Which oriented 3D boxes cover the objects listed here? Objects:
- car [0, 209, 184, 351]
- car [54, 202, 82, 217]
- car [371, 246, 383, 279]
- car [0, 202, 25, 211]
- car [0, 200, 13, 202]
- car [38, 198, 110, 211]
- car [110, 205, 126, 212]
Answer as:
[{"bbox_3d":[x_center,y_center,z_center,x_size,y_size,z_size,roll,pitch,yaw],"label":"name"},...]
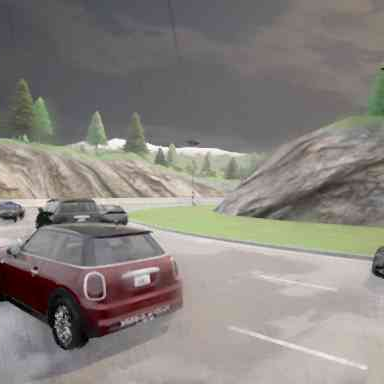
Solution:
[{"bbox_3d":[-2.333,1.392,6.607,4.553,1.767,2.097,0,-1,43],"label":"car"},{"bbox_3d":[-12.926,1.758,34.949,1.994,1.385,4.181,0,0,-8],"label":"car"},{"bbox_3d":[6.702,1.658,8.019,4.181,1.385,1.994,0,0,35],"label":"car"},{"bbox_3d":[-14.840,1.727,26.938,1.895,1.301,4.718,0,0,-17],"label":"car"},{"bbox_3d":[-20.308,1.644,36.145,1.882,1.535,5.008,0,0,-6],"label":"car"},{"bbox_3d":[-6.205,1.314,16.493,2.150,2.045,5.566,0,0,-34],"label":"car"},{"bbox_3d":[-5.779,1.633,22.900,2.128,1.511,4.902,0,0,-27],"label":"car"}]
